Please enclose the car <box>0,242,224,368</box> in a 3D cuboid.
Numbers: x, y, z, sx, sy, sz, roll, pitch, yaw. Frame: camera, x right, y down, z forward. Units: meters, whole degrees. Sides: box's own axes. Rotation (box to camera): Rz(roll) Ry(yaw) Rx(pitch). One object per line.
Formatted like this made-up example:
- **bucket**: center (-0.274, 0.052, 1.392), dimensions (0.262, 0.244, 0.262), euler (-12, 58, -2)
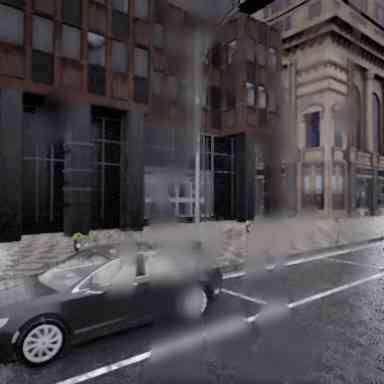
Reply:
- **car**: center (-1.394, 1.617, 5.805), dimensions (4.403, 1.369, 2.008), euler (0, 0, -38)
